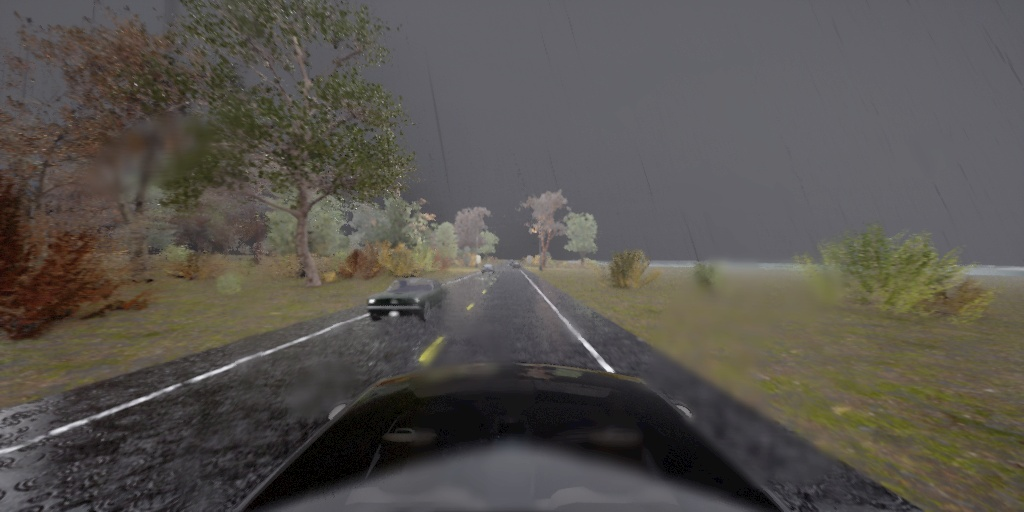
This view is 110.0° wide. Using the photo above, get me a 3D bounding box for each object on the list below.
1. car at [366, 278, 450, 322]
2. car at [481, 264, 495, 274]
[{"bbox_3d":[-3.601,1.489,13.174,1.895,1.301,4.718,0,-1,0],"label":"car"},{"bbox_3d":[-3.559,1.900,54.328,1.812,1.442,4.674,0,-1,0],"label":"car"}]
